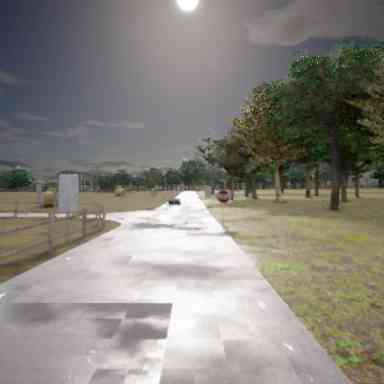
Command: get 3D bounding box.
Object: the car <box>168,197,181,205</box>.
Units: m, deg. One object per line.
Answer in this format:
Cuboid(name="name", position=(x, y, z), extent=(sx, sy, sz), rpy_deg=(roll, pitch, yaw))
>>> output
Cuboid(name="car", position=(-2.751, 1.423, 52.931), extent=(1.895, 1.301, 4.718), rpy_deg=(0, 1, 0))
